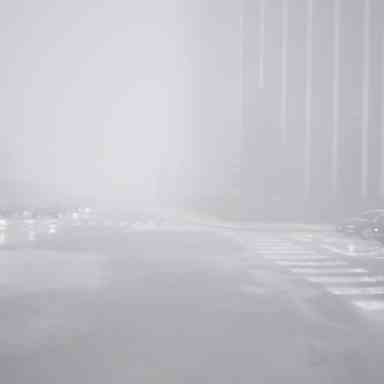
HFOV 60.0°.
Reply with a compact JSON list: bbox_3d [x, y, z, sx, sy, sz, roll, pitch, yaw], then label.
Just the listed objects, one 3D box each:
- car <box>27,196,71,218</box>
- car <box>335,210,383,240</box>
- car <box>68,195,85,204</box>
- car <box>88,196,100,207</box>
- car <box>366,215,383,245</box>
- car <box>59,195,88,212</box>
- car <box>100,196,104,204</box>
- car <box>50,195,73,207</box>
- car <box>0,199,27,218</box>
[{"bbox_3d":[-11.672,1.330,27.456,1.812,1.442,4.674,1,0,-9],"label":"car"},{"bbox_3d":[10.313,1.751,18.195,4.892,1.490,1.837,1,0,-9],"label":"car"},{"bbox_3d":[-19.443,1.204,56.094,1.812,1.442,4.674,1,0,-9],"label":"car"},{"bbox_3d":[-14.403,1.255,45.762,2.128,1.511,4.902,1,0,-8],"label":"car"},{"bbox_3d":[10.582,1.850,14.694,4.718,1.301,1.895,1,0,-9],"label":"car"},{"bbox_3d":[-13.008,1.310,36.336,1.812,1.442,4.674,1,0,-9],"label":"car"},{"bbox_3d":[-15.797,1.307,55.381,1.994,1.385,4.181,1,0,-9],"label":"car"},{"bbox_3d":[-17.989,1.178,46.153,1.882,1.535,5.008,1,0,-8],"label":"car"},{"bbox_3d":[-15.131,1.268,26.931,1.812,1.442,4.674,1,0,-9],"label":"car"}]
